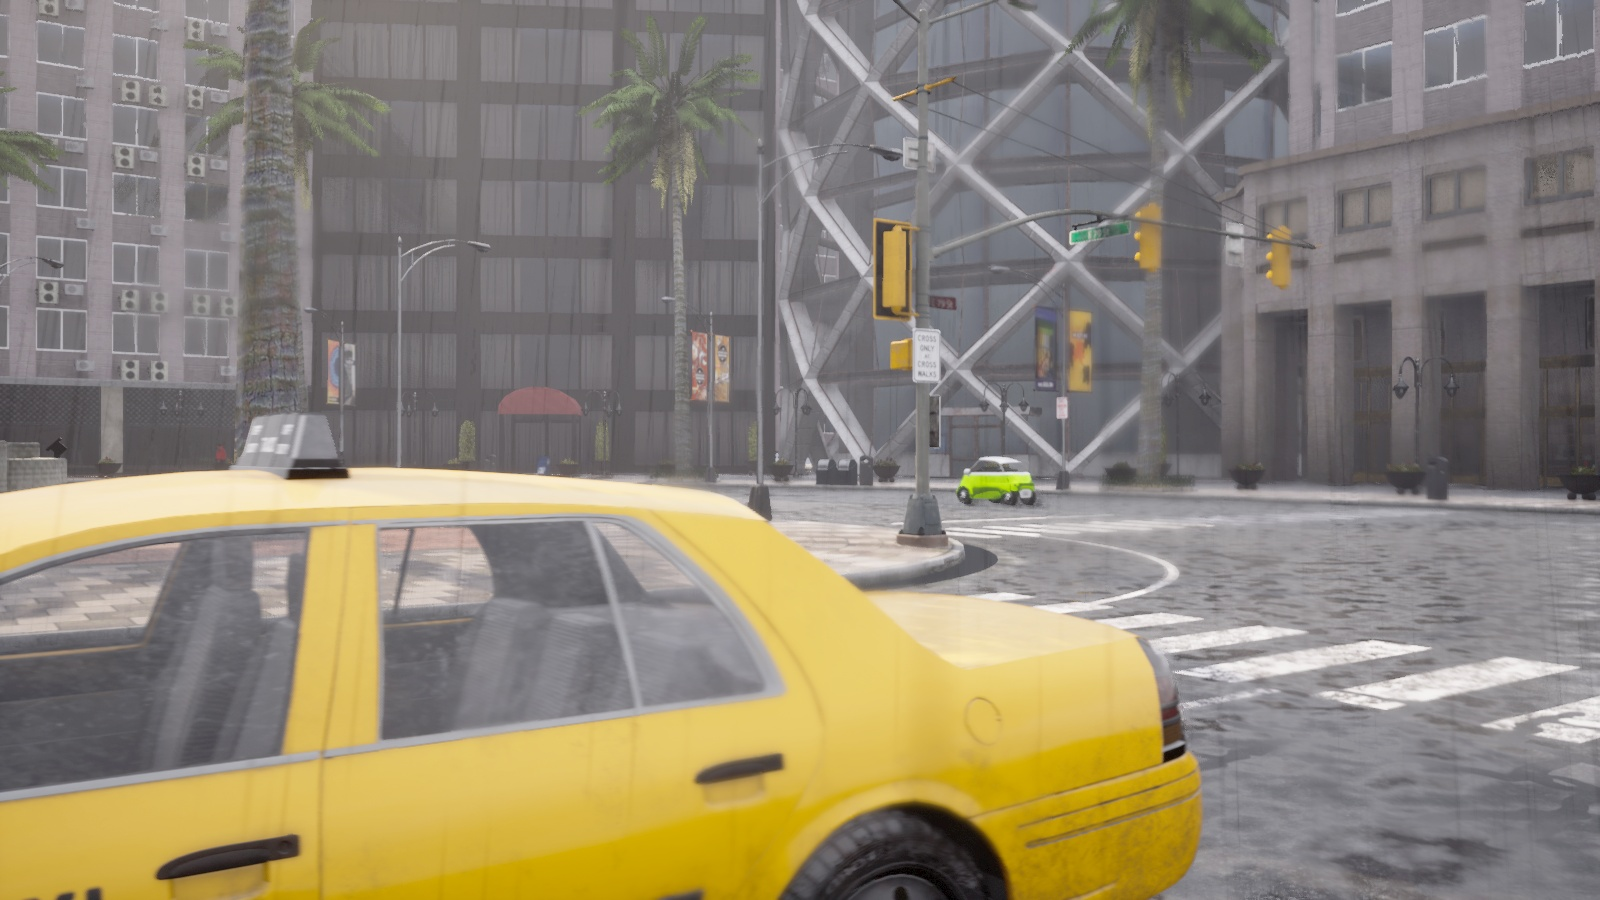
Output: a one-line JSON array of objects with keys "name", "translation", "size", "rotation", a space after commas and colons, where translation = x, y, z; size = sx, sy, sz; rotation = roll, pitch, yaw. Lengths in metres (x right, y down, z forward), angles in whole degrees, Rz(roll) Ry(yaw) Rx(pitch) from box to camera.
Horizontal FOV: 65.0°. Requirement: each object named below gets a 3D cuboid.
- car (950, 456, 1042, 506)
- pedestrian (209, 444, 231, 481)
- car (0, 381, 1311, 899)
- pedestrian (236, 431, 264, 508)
[{"name": "car", "translation": [5.601, 0.859, 35.997], "size": [1.481, 1.376, 2.207], "rotation": [0, 0, -37]}, {"name": "pedestrian", "translation": [-28.988, 0.608, 62.771], "size": [0.899, 1.844, 0.634], "rotation": [0, 0, -11]}, {"name": "car", "translation": [-1.259, 0.692, 2.766], "size": [5.366, 1.575, 1.801], "rotation": [0, 0, -35]}, {"name": "pedestrian", "translation": [-14.116, 0.506, 32.226], "size": [0.423, 1.949, 0.788], "rotation": [0, 0, -43]}]
